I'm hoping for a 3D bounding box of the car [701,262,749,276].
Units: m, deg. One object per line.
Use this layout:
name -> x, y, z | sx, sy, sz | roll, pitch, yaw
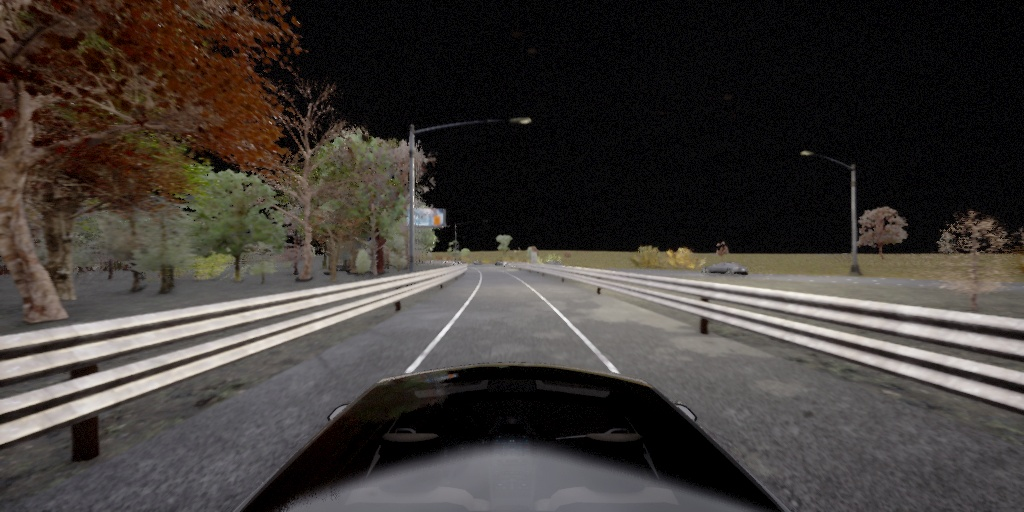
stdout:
car -> 21.156, 1.286, 35.814 | 1.994, 1.385, 4.181 | 0, -1, -22
